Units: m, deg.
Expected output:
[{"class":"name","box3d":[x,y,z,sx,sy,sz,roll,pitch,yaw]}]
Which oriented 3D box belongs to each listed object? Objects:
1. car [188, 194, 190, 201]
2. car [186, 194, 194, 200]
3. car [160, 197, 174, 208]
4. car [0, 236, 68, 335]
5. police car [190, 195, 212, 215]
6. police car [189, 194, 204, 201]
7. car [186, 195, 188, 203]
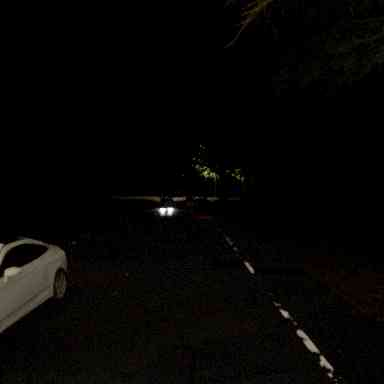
[{"class":"car","box3d":[0.922,1.245,50.434,2.150,2.045,5.566,0,0,0]},{"class":"car","box3d":[-0.516,1.296,85.509,2.033,1.411,5.357,0,0,-1]},{"class":"car","box3d":[-3.699,1.516,49.536,2.128,1.511,4.902,0,0,0]},{"class":"car","box3d":[-3.608,1.543,5.597,1.812,1.442,4.674,0,0,0]},{"class":"police car","box3d":[0.998,1.475,34.506,1.930,1.638,5.238,0,0,0]},{"class":"police car","box3d":[0.958,1.461,44.512,1.930,1.638,5.238,0,0,0]},{"class":"car","box3d":[-0.291,1.382,68.521,2.128,1.511,4.902,0,0,-1]}]
